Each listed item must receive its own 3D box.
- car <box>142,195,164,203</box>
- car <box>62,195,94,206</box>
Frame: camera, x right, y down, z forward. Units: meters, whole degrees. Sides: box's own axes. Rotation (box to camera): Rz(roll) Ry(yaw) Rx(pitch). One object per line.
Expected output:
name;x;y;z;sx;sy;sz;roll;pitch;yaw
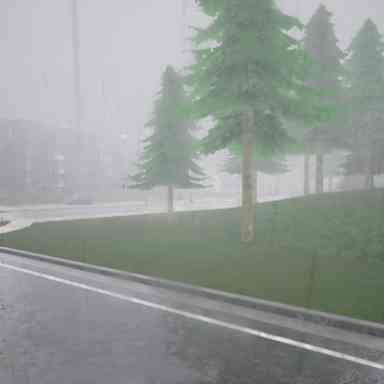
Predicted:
car;-7.297;1.349;62.625;1.882;1.535;5.008;0;0;36
car;-16.781;1.225;49.172;2.097;1.767;4.553;0;0;35
